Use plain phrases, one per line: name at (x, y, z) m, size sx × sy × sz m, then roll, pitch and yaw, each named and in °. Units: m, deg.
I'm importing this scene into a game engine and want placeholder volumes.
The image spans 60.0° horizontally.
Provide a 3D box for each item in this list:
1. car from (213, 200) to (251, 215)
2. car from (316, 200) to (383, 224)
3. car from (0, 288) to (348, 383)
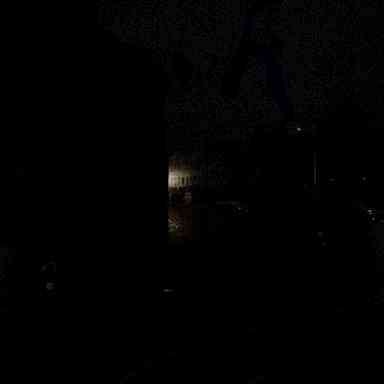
car at (4.104, 1.582, 34.808) m, size 1.812 × 1.442 × 4.674 m, roll 1°, pitch 0°, yaw -35°
car at (11.560, 1.382, 24.360) m, size 2.097 × 1.767 × 4.553 m, roll 1°, pitch 0°, yaw -36°
car at (-0.620, 1.566, 2.360) m, size 4.313 × 1.339 × 1.947 m, roll 0°, pitch 0°, yaw -35°
